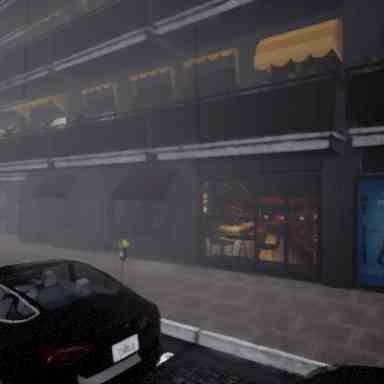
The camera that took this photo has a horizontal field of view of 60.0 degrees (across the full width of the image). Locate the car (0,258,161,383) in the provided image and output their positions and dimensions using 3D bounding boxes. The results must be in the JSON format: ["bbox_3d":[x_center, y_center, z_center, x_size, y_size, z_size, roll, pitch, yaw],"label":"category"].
[{"bbox_3d":[-2.353,1.617,4.537,4.313,1.339,1.947,-1,0,35],"label":"car"}]

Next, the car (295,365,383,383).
[{"bbox_3d":[2.259,1.553,1.251,4.313,1.339,1.947,-1,0,35],"label":"car"}]
